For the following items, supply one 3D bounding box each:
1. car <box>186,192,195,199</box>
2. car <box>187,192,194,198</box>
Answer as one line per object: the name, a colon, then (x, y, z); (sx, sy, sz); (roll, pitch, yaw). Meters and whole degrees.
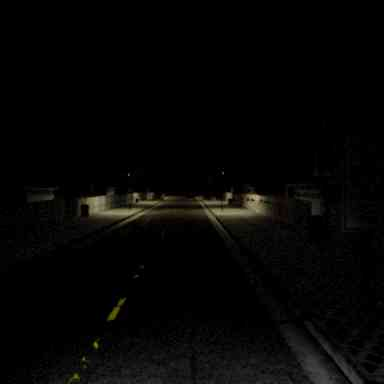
car: (-0.322, 0.764, 71.589); (2.033, 1.411, 5.357); (0, 0, 0)
car: (-0.370, 0.666, 82.038); (1.895, 1.301, 4.718); (0, 0, 0)
